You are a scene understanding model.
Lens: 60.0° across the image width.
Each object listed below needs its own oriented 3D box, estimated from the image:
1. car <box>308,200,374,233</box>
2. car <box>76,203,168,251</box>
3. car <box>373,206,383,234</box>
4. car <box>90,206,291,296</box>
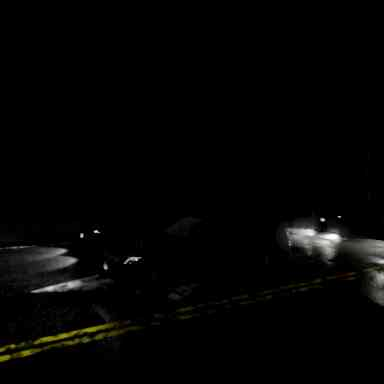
[{"bbox_3d":[7.628,1.089,16.169,4.181,1.385,1.994,0,3,-32],"label":"car"},{"bbox_3d":[-1.423,1.061,10.490,4.181,1.385,1.994,0,3,-32],"label":"car"},{"bbox_3d":[10.251,1.244,13.979,5.357,1.411,2.033,0,3,-32],"label":"car"},{"bbox_3d":[0.298,1.191,7.736,4.674,1.442,1.812,0,3,-32],"label":"car"}]
